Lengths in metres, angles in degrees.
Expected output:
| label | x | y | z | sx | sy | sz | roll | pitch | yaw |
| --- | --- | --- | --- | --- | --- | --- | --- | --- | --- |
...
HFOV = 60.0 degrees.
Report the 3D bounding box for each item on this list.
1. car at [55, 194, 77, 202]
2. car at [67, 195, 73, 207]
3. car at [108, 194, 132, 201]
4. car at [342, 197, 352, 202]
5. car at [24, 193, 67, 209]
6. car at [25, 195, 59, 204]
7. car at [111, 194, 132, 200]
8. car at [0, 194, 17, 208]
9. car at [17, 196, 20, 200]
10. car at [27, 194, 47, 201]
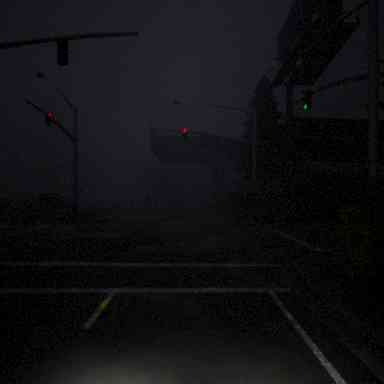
| label | x | y | z | sx | sy | sz | roll | pitch | yaw |
| --- | --- | --- | --- | --- | --- | --- | --- | --- | --- |
| car | -24.039 | 1.193 | 63.460 | 3.633 | 1.501 | 1.845 | 0 | 0 | -1 |
| car | -16.181 | 1.279 | 41.095 | 3.806 | 1.475 | 1.970 | 0 | 0 | -1 |
| car | -16.434 | 1.180 | 75.351 | 5.027 | 1.636 | 2.152 | 0 | 0 | -1 |
| car | 17.230 | 1.406 | 37.420 | 2.242 | 1.667 | 4.611 | 0 | 0 | -1 |
| car | -16.773 | 1.002 | 37.766 | 3.866 | 1.878 | 1.905 | 0 | 0 | -1 |
| car | -24.022 | 1.191 | 53.467 | 4.514 | 1.523 | 2.007 | 0 | 0 | -1 |
| car | -16.505 | 1.183 | 78.488 | 4.514 | 1.523 | 2.007 | 0 | 0 | -1 |
| car | -24.660 | 1.015 | 41.007 | 4.605 | 1.855 | 1.932 | 0 | 0 | -1 |
| car | -42.539 | 1.217 | 78.325 | 3.633 | 1.501 | 1.845 | 0 | 0 | -1 |
| car | -35.101 | 1.234 | 75.388 | 3.806 | 1.475 | 1.970 | 0 | 0 | -1 |
